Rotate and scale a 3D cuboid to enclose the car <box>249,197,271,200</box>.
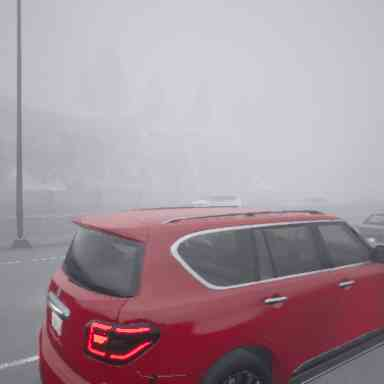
[{"bbox_3d":[8.647,1.419,44.199,4.902,1.511,2.128,0,0,-34],"label":"car"}]

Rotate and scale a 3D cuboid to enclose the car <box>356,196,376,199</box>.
[{"bbox_3d":[27.157,1.374,52.397,4.902,1.511,2.128,0,0,-33],"label":"car"}]

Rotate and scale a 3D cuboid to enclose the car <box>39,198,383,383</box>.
[{"bbox_3d":[1.012,1.215,4.447,5.566,2.045,2.150,0,0,-35],"label":"car"}]

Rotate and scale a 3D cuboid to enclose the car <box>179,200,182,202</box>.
[{"bbox_3d":[-0.403,1.506,33.649,5.357,1.411,2.033,0,0,-35],"label":"car"}]

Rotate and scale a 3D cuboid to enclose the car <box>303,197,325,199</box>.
[{"bbox_3d":[11.991,1.286,33.763,4.553,1.767,2.097,0,0,-35],"label":"car"}]

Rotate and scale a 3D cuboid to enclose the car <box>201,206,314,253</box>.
[{"bbox_3d":[2.942,1.454,14.365,5.008,1.535,1.882,0,0,-35],"label":"car"}]

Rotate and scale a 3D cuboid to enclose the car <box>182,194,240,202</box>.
[{"bbox_3d":[2.247,1.179,31.234,5.566,2.045,2.150,0,0,-35],"label":"car"}]
